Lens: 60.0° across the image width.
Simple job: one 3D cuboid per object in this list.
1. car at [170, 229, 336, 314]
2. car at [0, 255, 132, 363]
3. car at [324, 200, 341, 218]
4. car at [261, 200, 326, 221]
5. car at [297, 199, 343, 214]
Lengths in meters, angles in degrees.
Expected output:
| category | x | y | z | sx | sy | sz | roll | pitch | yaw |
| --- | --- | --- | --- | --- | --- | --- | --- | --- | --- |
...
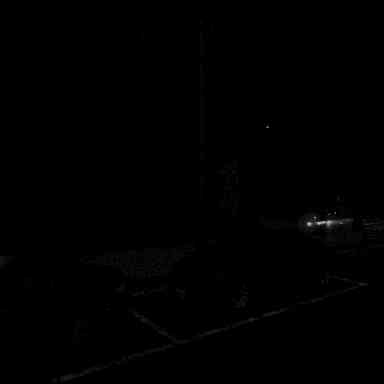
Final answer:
| category | x | y | z | sx | sy | sz | roll | pitch | yaw |
| --- | --- | --- | --- | --- | --- | --- | --- | --- | --- |
| car | 1.555 | 1.565 | 7.643 | 4.313 | 1.339 | 1.947 | 0 | 0 | -35 |
| car | -2.883 | 1.582 | 4.478 | 4.206 | 1.307 | 1.802 | 0 | 0 | -35 |
| car | 10.264 | 1.479 | 29.125 | 1.837 | 1.490 | 4.892 | 0 | 0 | -36 |
| car | 7.682 | 1.531 | 27.148 | 2.033 | 1.411 | 5.357 | 0 | 0 | -36 |
| car | 13.726 | 1.511 | 35.753 | 1.994 | 1.385 | 4.181 | 0 | 0 | -36 |
